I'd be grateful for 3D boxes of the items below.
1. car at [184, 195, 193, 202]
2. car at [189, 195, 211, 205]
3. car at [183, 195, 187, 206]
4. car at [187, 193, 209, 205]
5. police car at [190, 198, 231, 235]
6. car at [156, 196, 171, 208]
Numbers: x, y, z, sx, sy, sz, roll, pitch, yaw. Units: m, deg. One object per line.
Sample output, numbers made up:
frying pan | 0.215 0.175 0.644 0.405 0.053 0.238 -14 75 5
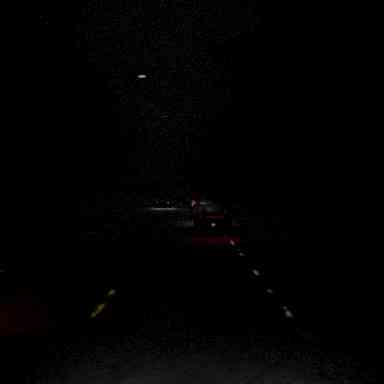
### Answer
car | -0.737 1.389 69.285 1.812 1.442 4.674 0 0 -1
car | 0.921 1.342 28.532 1.801 1.575 5.366 -1 0 -1
car | -0.400 1.429 51.779 2.128 1.511 4.902 0 0 -1
car | 0.853 1.105 34.384 2.150 2.045 5.566 -1 0 -1
police car | 1.008 1.337 18.438 1.930 1.638 5.238 0 0 0
car | -3.915 1.401 46.623 1.882 1.535 5.008 0 0 -1
